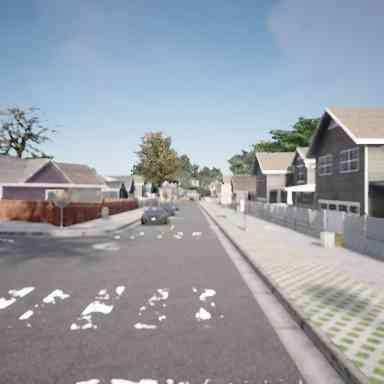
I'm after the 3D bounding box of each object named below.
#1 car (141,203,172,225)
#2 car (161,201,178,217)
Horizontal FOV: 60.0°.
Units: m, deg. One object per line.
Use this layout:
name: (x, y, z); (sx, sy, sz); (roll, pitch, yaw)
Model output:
car: (-2.852, 1.813, 26.316); (1.994, 1.385, 4.181); (0, -1, -1)
car: (-2.844, 1.864, 36.638); (1.837, 1.490, 4.892); (0, -1, 0)
